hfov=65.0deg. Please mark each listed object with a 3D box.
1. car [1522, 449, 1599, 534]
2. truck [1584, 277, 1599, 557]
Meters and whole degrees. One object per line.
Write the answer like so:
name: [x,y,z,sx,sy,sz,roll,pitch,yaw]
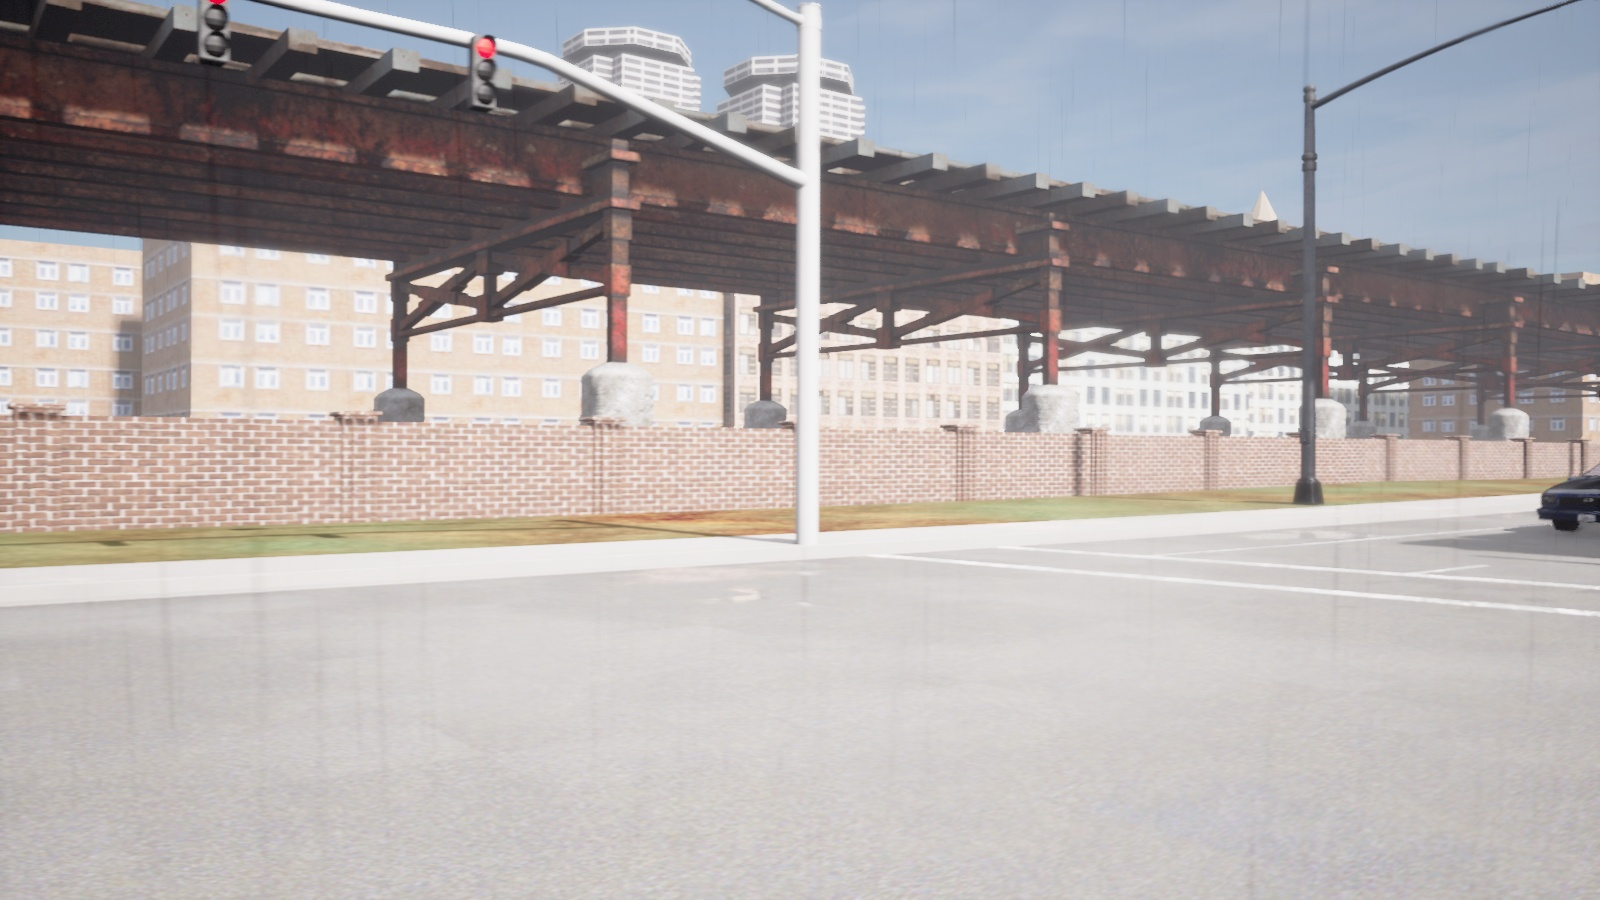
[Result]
car: [15.669,0.692,23.101,5.357,1.411,2.033,-1,0,-35]
truck: [15.163,-0.498,18.446,8.468,3.827,2.891,-1,0,-33]
